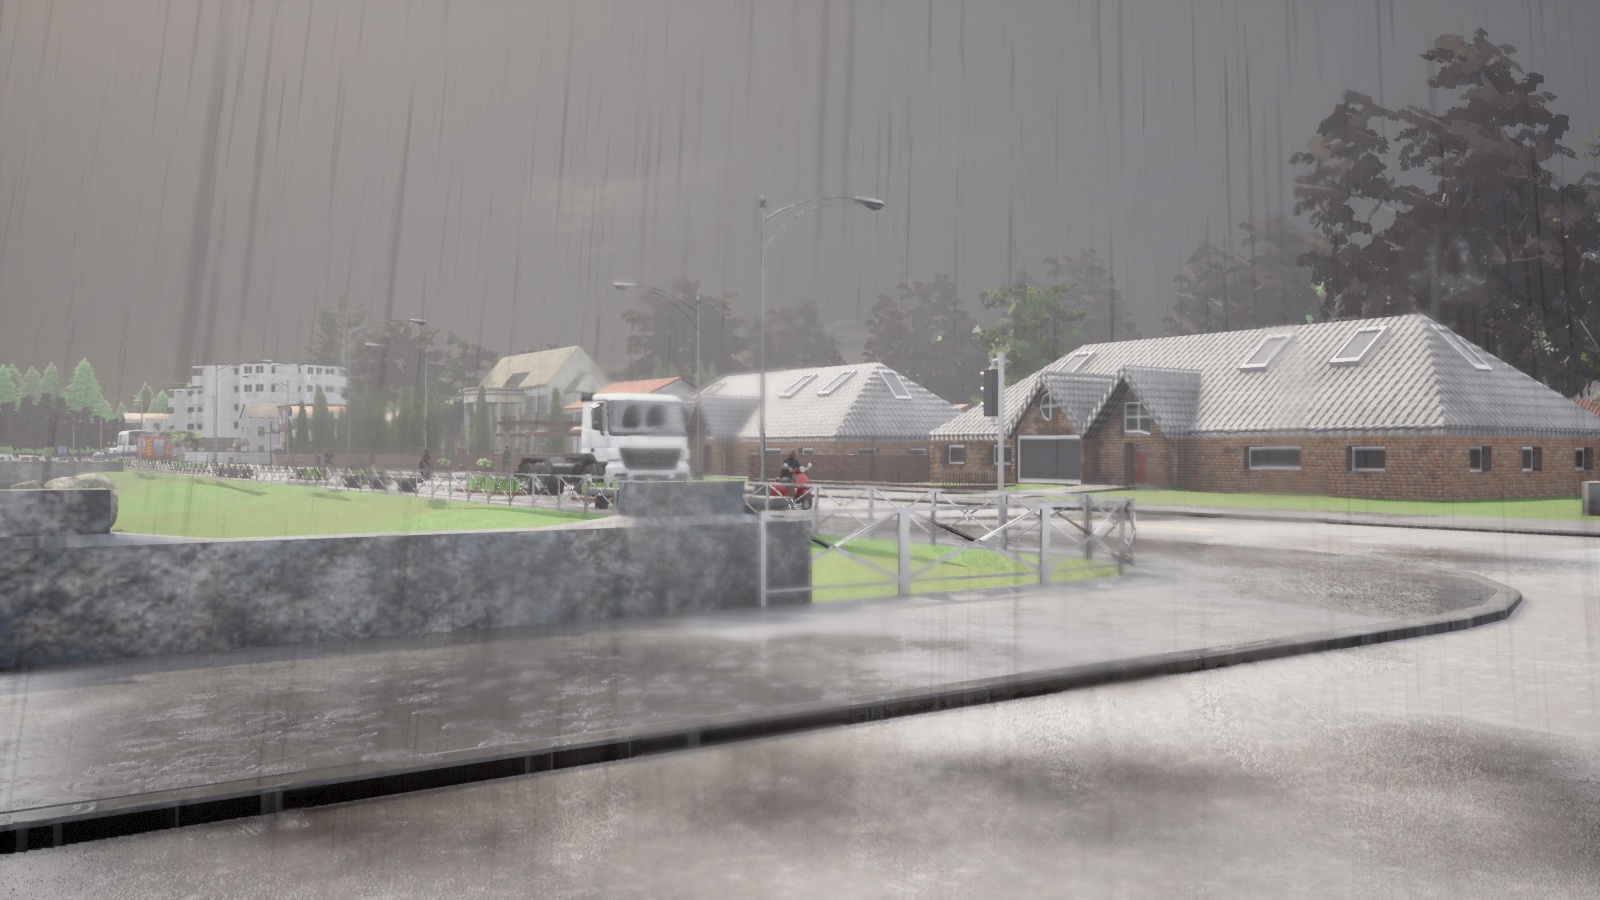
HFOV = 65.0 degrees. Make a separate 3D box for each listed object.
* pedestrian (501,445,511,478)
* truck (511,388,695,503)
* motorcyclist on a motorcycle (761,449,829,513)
[{"bbox_3d":[-16.581,0.663,70.787,0.353,1.847,0.614,0,0,-32],"label":"pedestrian"},{"bbox_3d":[-6.782,-0.120,42.046,2.891,3.462,7.936,0,0,-35],"label":"truck"},{"bbox_3d":[-0.148,0.778,32.517,0.866,1.590,1.817,0,0,-35],"label":"motorcyclist on a motorcycle"}]
